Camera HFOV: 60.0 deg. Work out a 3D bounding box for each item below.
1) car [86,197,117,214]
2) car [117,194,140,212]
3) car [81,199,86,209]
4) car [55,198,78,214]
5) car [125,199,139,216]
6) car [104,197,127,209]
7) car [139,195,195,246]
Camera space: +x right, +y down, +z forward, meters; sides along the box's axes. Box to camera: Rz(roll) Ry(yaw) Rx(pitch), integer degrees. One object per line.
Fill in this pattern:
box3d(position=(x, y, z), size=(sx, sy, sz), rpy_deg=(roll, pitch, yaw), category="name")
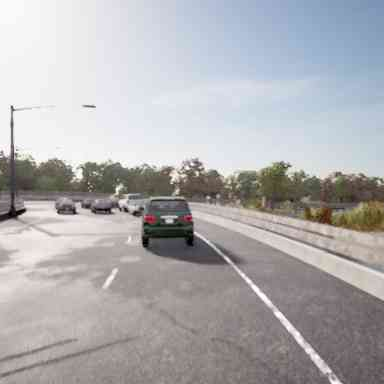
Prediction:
box3d(position=(-10.008, 1.531, 36.569), size=(2.128, 1.511, 4.902), rpy_deg=(0, 0, -22), category="car")
box3d(position=(-7.147, 1.243, 38.837), size=(2.150, 2.045, 5.566), rpy_deg=(0, 0, -22), category="car")
box3d(position=(-14.540, 1.660, 47.290), size=(1.895, 1.301, 4.718), rpy_deg=(0, 0, -27), category="car")
box3d(position=(-13.661, 1.585, 36.331), size=(1.812, 1.442, 4.674), rpy_deg=(0, 0, -22), category="car")
box3d(position=(-5.161, 1.614, 32.988), size=(1.895, 1.301, 4.718), rpy_deg=(0, 0, -17), category="car")
box3d(position=(-11.250, 1.532, 48.537), size=(2.128, 1.511, 4.902), rpy_deg=(0, 0, -27), category="car")
box3d(position=(-1.245, 1.219, 15.426), size=(2.150, 2.045, 5.566), rpy_deg=(0, 0, -8), category="car")
